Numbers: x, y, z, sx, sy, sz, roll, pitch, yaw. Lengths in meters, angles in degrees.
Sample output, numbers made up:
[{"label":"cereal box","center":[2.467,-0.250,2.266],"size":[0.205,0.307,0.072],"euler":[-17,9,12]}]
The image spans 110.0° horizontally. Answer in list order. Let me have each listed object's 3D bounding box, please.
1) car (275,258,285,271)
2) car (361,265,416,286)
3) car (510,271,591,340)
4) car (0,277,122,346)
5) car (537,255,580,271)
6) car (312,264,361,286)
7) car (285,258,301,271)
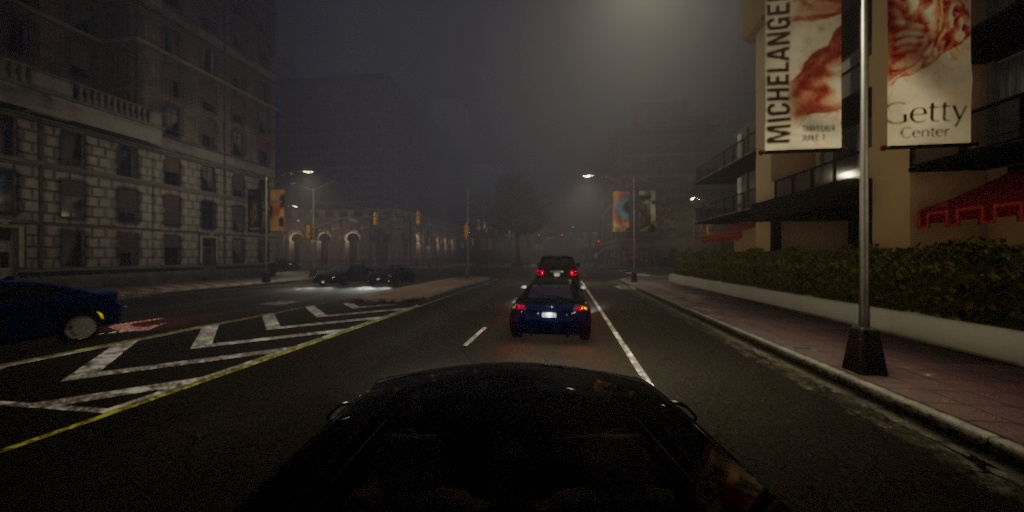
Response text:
[{"label":"car","center":[-31.710,1.242,44.906],"size":[4.892,1.490,1.837],"euler":[0,0,8]},{"label":"car","center":[-8.376,1.312,25.191],"size":[1.994,1.385,4.181],"euler":[0,0,8]},{"label":"car","center":[1.150,1.311,10.133],"size":[1.994,1.385,4.181],"euler":[0,0,9]},{"label":"car","center":[-11.138,1.227,7.042],"size":[1.882,1.535,5.008],"euler":[0,0,8]},{"label":"car","center":[2.496,0.965,19.443],"size":[2.150,2.045,5.566],"euler":[0,0,8]},{"label":"car","center":[-11.826,1.289,25.787],"size":[2.033,1.411,5.357],"euler":[0,0,8]},{"label":"car","center":[-31.020,1.088,48.348],"size":[4.553,1.767,2.097],"euler":[0,0,8]}]
